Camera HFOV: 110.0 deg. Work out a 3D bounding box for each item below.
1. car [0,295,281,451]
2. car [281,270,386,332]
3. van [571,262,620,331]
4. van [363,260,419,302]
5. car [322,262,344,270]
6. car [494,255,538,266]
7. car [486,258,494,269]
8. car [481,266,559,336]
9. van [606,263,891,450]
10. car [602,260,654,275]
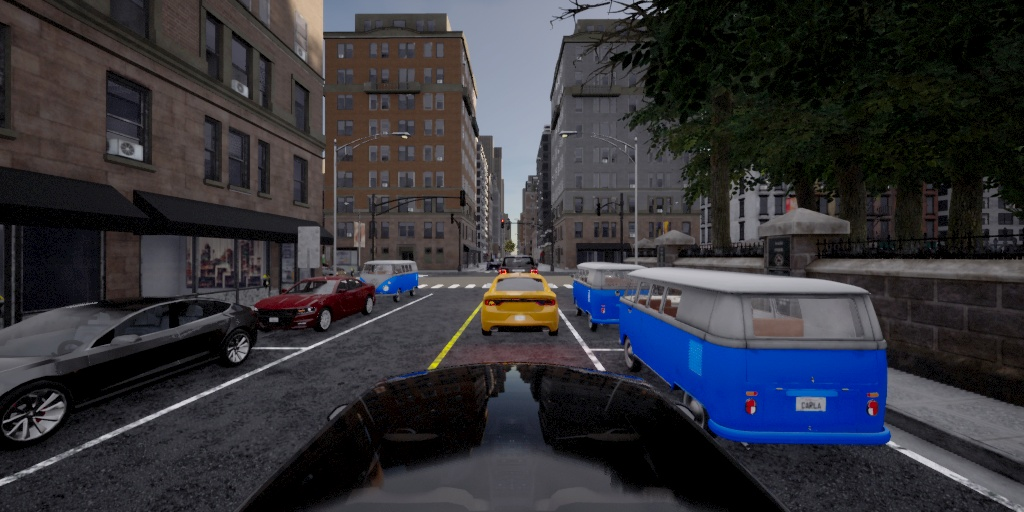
[{"bbox_3d":[-5.807,1.315,5.225,1.948,1.339,4.313,0,0,1],"label":"car"},{"bbox_3d":[-5.694,1.294,10.884,1.888,1.381,4.507,0,0,1],"label":"car"},{"bbox_3d":[2.830,1.089,10.723,1.690,1.789,3.998,0,0,1],"label":"van"},{"bbox_3d":[-5.580,1.087,16.543,1.690,1.789,3.998,0,0,1],"label":"van"},{"bbox_3d":[-16.200,1.279,28.671,5.357,1.411,2.033,0,0,1],"label":"car"},{"bbox_3d":[0.332,0.965,20.426,2.150,2.045,5.566,0,0,0],"label":"car"},{"bbox_3d":[-2.301,1.085,49.676,2.097,1.767,4.553,0,0,2],"label":"car"},{"bbox_3d":[0.226,1.226,10.470,1.882,1.535,5.008,0,0,1],"label":"car"},{"bbox_3d":[2.716,1.091,5.066,1.690,1.789,3.998,0,0,1],"label":"van"},{"bbox_3d":[12.313,1.235,38.438,4.902,1.511,2.128,0,0,0],"label":"car"}]
